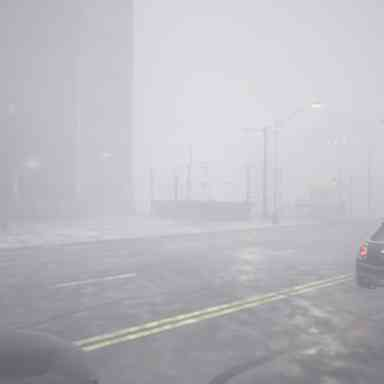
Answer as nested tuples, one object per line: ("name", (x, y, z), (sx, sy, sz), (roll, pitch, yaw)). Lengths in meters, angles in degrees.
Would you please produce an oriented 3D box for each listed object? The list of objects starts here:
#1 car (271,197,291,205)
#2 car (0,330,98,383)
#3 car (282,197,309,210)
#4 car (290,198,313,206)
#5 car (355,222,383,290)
("car", (18.353, 1.874, 68.532), (3.806, 1.475, 1.970), (1, 0, -36))
("car", (-2.833, 1.515, 1.738), (4.674, 1.442, 1.812), (1, 0, -36))
("car", (14.363, 1.547, 45.469), (4.553, 1.767, 2.185), (1, 0, -36))
("car", (21.262, 1.842, 64.533), (4.674, 1.452, 2.002), (1, 0, -36))
("car", (6.006, 1.424, 8.071), (4.553, 1.767, 2.097), (1, 0, -35))
